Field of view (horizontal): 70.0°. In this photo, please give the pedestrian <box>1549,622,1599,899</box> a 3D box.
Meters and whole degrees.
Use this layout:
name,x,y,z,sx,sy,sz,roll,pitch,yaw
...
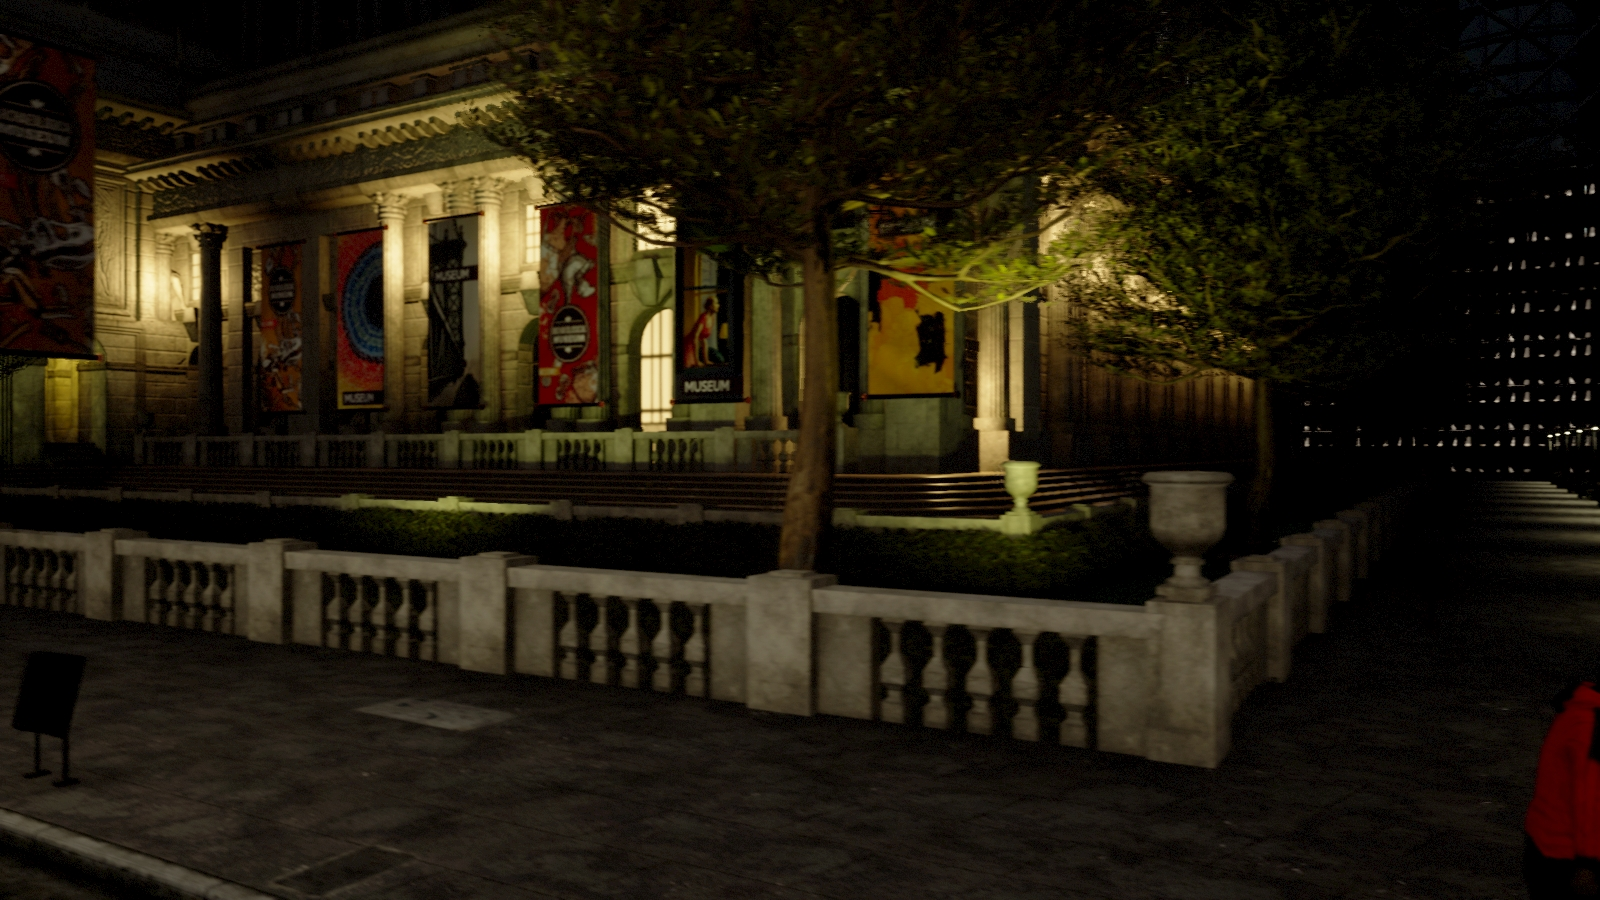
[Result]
name,x,y,z,sx,sy,sz,roll,pitch,yaw
pedestrian,3.400,1.691,4.799,0.375,1.860,0.375,0,0,25
